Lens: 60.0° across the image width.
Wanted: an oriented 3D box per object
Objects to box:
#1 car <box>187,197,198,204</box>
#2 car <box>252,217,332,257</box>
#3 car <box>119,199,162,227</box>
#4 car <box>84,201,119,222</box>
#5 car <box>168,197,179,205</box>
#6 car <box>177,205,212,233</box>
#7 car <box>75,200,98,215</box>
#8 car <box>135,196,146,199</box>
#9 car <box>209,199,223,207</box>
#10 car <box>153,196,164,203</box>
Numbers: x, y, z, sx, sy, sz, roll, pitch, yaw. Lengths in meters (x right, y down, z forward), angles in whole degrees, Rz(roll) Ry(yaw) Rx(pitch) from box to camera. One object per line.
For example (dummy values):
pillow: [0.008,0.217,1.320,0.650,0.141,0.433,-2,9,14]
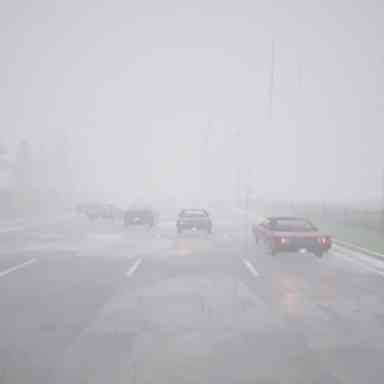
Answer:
car: [0.140,1.608,63.279,1.812,1.442,4.674,0,0,0]
car: [3.615,1.617,13.052,1.895,1.301,4.718,0,0,0]
car: [-3.386,1.509,22.854,1.882,1.535,5.008,0,0,0]
car: [-6.886,1.639,26.938,1.895,1.301,4.718,0,0,0]
car: [-3.360,1.628,60.460,2.033,1.411,5.357,0,0,0]
car: [0.115,1.627,19.676,1.895,1.301,4.718,0,0,0]
car: [-10.381,1.526,34.224,1.882,1.535,5.008,0,0,0]
car: [-10.365,1.582,66.613,2.128,1.511,4.902,0,0,0]
car: [3.628,1.666,51.121,1.895,1.301,4.718,0,0,0]
car: [-6.860,1.596,67.195,1.837,1.490,4.892,0,0,0]
